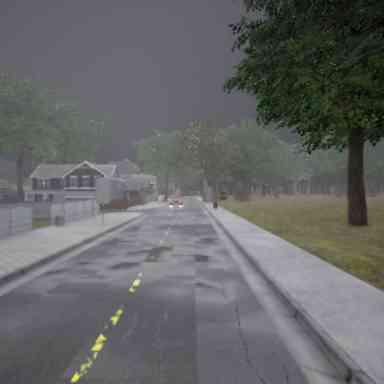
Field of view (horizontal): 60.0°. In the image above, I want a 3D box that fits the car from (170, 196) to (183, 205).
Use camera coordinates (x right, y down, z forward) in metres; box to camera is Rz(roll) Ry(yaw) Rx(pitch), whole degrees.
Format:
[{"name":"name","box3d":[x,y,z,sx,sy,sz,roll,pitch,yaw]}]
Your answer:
[{"name":"car","box3d":[-2.750,1.413,58.222,2.097,1.767,4.553,0,-1,0]}]
